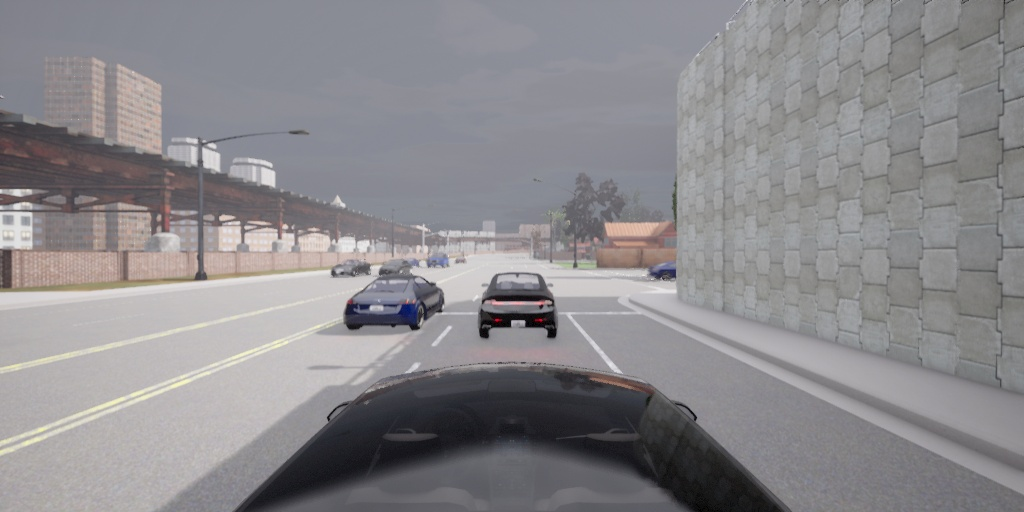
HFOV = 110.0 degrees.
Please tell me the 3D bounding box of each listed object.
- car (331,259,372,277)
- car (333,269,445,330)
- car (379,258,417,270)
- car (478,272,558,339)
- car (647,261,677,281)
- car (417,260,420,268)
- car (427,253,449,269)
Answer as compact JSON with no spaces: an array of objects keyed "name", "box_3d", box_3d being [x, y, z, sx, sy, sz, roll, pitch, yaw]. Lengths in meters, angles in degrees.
[{"name":"car","box_3d":[-13.859,1.046,31.129,2.128,1.511,4.902,0,0,1]},{"name":"car","box_3d":[-3.337,1.253,10.902,1.994,1.385,4.181,0,0,1]},{"name":"car","box_3d":[-10.352,1.053,32.178,1.837,1.490,4.892,0,0,0]},{"name":"car","box_3d":[0.154,1.187,9.930,2.128,1.511,4.902,0,0,1]},{"name":"car","box_3d":[12.536,1.108,26.833,4.674,1.442,1.812,0,0,1]},{"name":"car","box_3d":[-13.710,0.967,48.215,1.812,1.442,4.674,0,0,1]},{"name":"car","box_3d":[-10.194,0.654,49.794,2.150,2.045,5.566,0,0,1]}]
